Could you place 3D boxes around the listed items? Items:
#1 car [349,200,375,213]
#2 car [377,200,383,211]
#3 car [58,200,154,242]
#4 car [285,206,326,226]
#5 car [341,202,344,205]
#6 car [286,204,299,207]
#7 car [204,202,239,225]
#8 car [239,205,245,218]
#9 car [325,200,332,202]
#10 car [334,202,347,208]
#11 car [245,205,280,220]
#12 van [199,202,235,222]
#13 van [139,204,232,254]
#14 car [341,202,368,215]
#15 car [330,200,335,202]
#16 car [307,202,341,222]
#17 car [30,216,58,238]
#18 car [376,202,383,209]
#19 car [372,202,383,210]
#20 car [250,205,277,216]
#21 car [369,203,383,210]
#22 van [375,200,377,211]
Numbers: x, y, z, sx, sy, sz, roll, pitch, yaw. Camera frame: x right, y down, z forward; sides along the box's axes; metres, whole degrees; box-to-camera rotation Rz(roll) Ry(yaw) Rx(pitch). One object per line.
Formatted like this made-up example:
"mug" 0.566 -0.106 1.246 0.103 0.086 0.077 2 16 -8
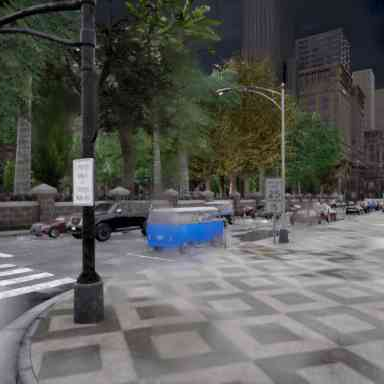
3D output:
"car" 25.559 2.253 50.185 2.192 1.841 5.009 -2 -2 36
"car" 31.987 2.432 59.170 2.192 1.841 5.009 -2 -2 36
"car" -4.215 1.482 18.611 2.150 2.045 5.566 0 -1 36
"car" 9.495 2.066 27.716 1.802 1.307 4.206 -2 -2 36
"car" 31.476 2.902 73.100 1.947 1.339 4.313 -1 -2 36
"car" 15.408 2.473 50.637 1.802 1.307 4.206 -1 -2 36
"car" 1.591 1.777 26.721 2.097 1.767 4.553 0 -1 36
"car" 5.768 2.164 37.160 1.887 1.381 4.507 -1 -2 36
"car" 25.049 2.743 64.114 1.802 1.307 4.206 -1 -2 36
"car" 34.690 2.987 77.593 1.947 1.339 4.313 -1 -2 36
"car" 7.861 2.108 35.465 1.837 1.490 4.892 0 -1 36
"van" 2.553 1.869 32.673 1.690 1.788 3.998 -1 -2 36
"van" -0.147 1.551 14.245 1.690 1.788 3.998 -2 -2 36
"car" 22.349 2.413 45.687 1.947 1.339 4.313 -2 -2 36
"car" 28.261 2.564 68.614 2.192 1.841 5.009 -1 -2 36
"car" 12.707 2.015 32.213 1.967 1.590 4.097 -2 -2 36
"car" -7.085 1.836 19.189 1.802 1.307 4.206 -1 -2 36
"car" 41.630 2.922 72.642 1.887 1.381 4.507 -1 -2 36
"car" 38.416 2.843 68.149 2.008 1.369 4.403 -1 -2 36
"car" 8.981 2.292 41.652 1.802 1.307 4.206 -1 -2 36
"car" 35.203 2.787 63.657 1.802 1.307 4.206 -2 -2 36
"van" 28.774 2.369 54.677 1.690 1.788 3.998 -2 -2 36
